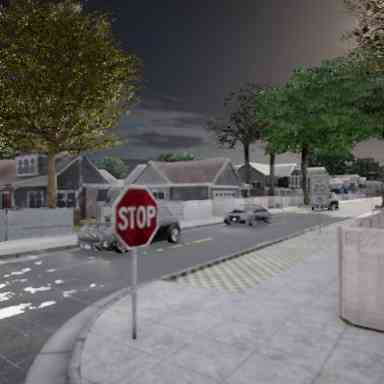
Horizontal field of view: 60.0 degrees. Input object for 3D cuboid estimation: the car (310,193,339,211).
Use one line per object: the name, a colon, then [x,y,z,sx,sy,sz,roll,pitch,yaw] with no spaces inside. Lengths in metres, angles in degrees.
car: [15.873,1.113,39.606,2.150,2.045,5.566,-1,0,36]

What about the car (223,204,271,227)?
car: [3.849,1.551,22.814,1.994,1.385,4.181,-1,0,36]

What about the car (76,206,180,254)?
car: [-2.510,1.395,13.895,2.097,1.767,4.553,-1,0,35]
